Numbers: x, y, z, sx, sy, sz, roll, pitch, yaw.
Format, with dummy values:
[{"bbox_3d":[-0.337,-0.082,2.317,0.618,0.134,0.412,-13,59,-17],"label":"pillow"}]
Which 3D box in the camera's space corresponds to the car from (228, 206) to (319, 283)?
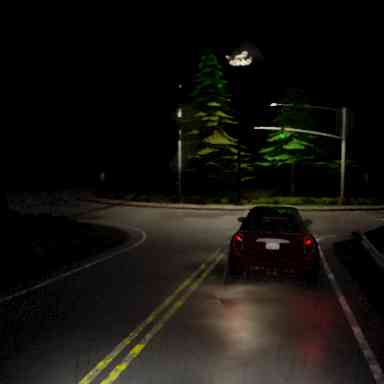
[{"bbox_3d":[2.362,1.182,9.633,2.097,1.767,4.553,1,2,14],"label":"car"}]
